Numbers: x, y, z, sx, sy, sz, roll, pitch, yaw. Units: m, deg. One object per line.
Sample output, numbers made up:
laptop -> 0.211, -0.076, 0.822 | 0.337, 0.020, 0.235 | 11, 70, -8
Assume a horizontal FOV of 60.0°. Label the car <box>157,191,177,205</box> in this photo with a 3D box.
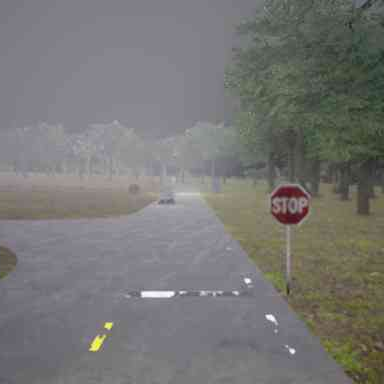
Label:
car -> -2.800, 0.656, 37.676 | 1.837, 1.490, 4.892 | 0, 2, 0
